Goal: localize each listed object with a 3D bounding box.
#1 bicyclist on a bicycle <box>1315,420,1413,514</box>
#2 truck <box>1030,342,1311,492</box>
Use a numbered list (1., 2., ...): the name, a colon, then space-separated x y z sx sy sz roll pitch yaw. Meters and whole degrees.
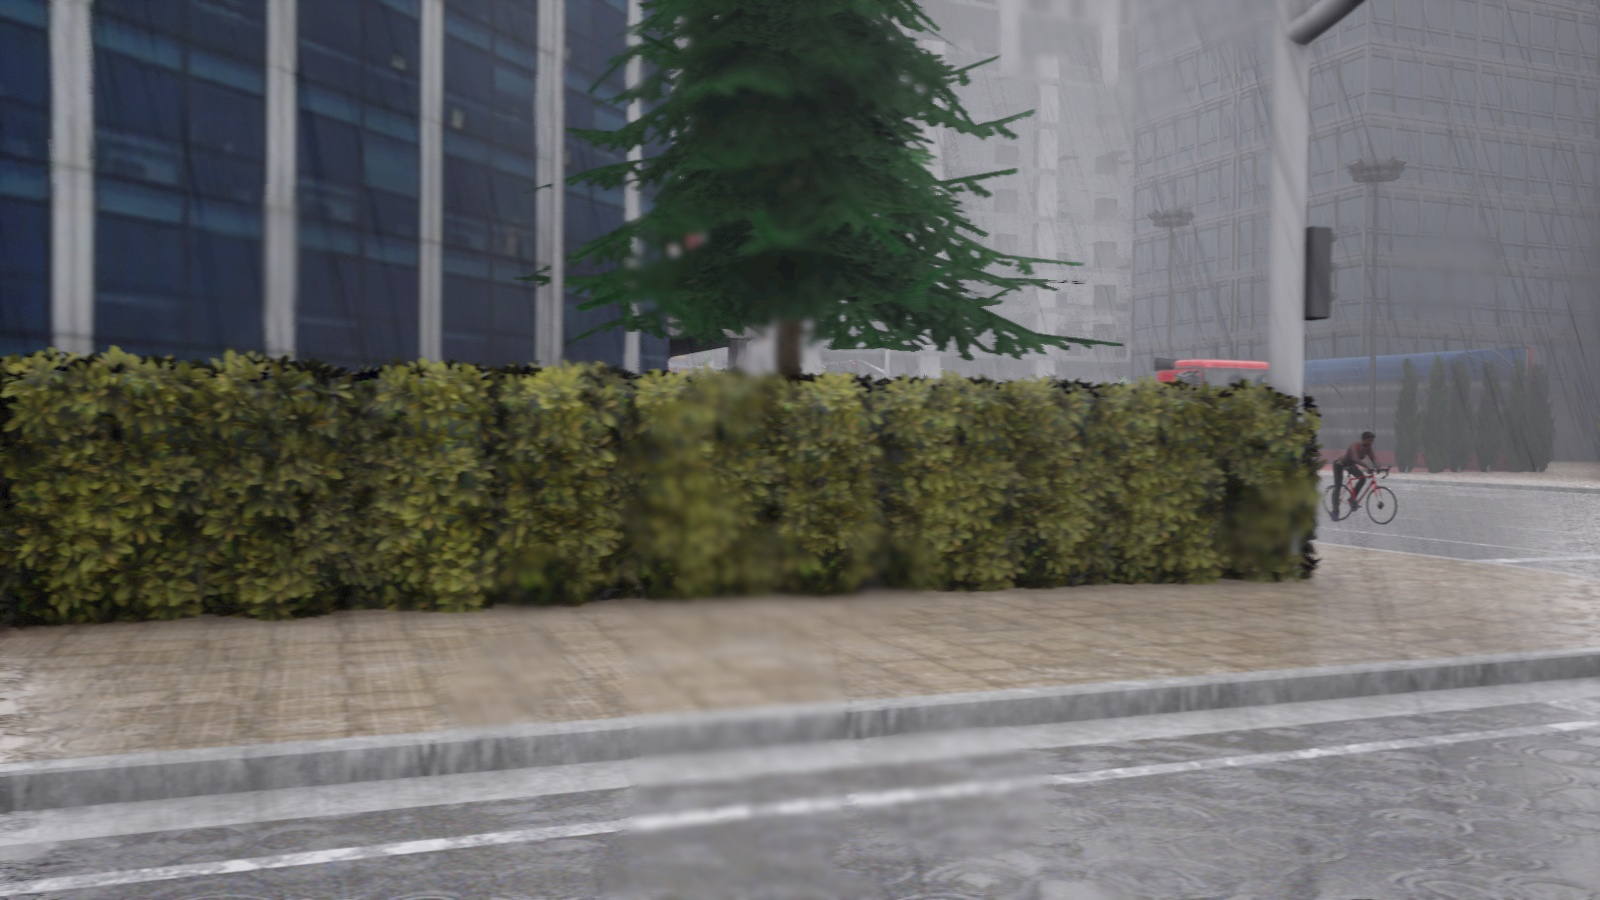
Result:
1. bicyclist on a bicycle: 10.026 0.278 22.389 0.582 1.620 1.656 -1 1 -22
2. truck: 9.472 -0.829 33.298 2.891 3.462 7.936 -1 1 -21
